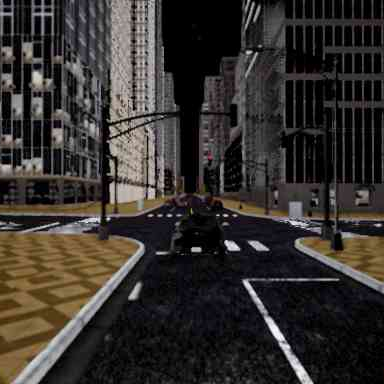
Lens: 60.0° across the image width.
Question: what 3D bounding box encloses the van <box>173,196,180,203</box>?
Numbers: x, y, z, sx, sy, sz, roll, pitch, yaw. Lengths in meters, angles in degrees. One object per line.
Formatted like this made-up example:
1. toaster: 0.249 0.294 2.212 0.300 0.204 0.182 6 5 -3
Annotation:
1. van: -4.276 1.933 90.532 1.690 1.788 3.998 0 0 0

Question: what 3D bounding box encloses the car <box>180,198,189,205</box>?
1. car: -1.623 2.035 74.684 2.033 1.411 5.357 0 0 0

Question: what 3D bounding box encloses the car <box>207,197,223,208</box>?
1. car: 3.869 1.931 51.884 1.947 1.339 4.313 0 0 0

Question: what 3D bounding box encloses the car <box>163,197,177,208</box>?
1. car: -4.092 1.981 57.366 1.802 1.307 4.206 0 0 0

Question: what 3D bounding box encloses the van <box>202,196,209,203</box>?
1. van: 3.604 1.934 90.576 1.690 1.788 3.998 0 0 0

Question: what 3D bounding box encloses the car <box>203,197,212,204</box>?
1. car: 3.666 1.970 79.521 1.967 1.590 4.097 0 0 0

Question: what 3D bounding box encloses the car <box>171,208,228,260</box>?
1. car: 0.354 1.594 12.924 1.837 1.490 4.892 0 0 5

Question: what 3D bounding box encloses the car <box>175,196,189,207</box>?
1. car: -1.586 1.762 59.126 2.097 1.767 4.553 0 0 0

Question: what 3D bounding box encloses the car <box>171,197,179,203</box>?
1. car: -4.245 2.001 85.005 1.967 1.590 4.097 0 0 0

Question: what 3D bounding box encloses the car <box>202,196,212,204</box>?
1. car: 3.696 1.814 73.994 2.192 1.841 5.009 0 0 0
